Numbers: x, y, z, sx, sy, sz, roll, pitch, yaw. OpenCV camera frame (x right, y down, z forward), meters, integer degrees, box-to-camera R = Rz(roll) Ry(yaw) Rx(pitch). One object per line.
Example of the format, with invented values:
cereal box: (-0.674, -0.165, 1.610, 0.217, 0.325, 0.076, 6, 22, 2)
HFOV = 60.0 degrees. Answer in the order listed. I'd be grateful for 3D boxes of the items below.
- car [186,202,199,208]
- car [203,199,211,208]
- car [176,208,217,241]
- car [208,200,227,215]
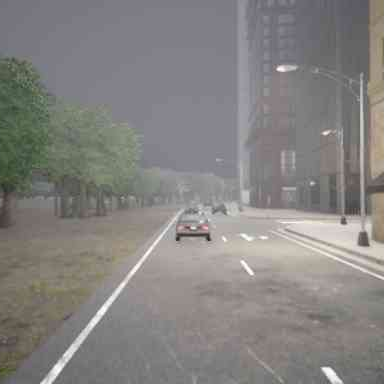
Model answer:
car: (0.048, 2.347, 44.809, 1.895, 1.301, 4.718, 0, -1, 0)
car: (3.865, 2.730, 79.696, 2.150, 2.045, 5.566, 0, -1, 3)
car: (0.070, 1.825, 18.465, 2.033, 1.411, 5.357, 0, -1, 0)
car: (3.548, 2.245, 44.585, 1.837, 1.490, 4.892, 0, -1, 0)
